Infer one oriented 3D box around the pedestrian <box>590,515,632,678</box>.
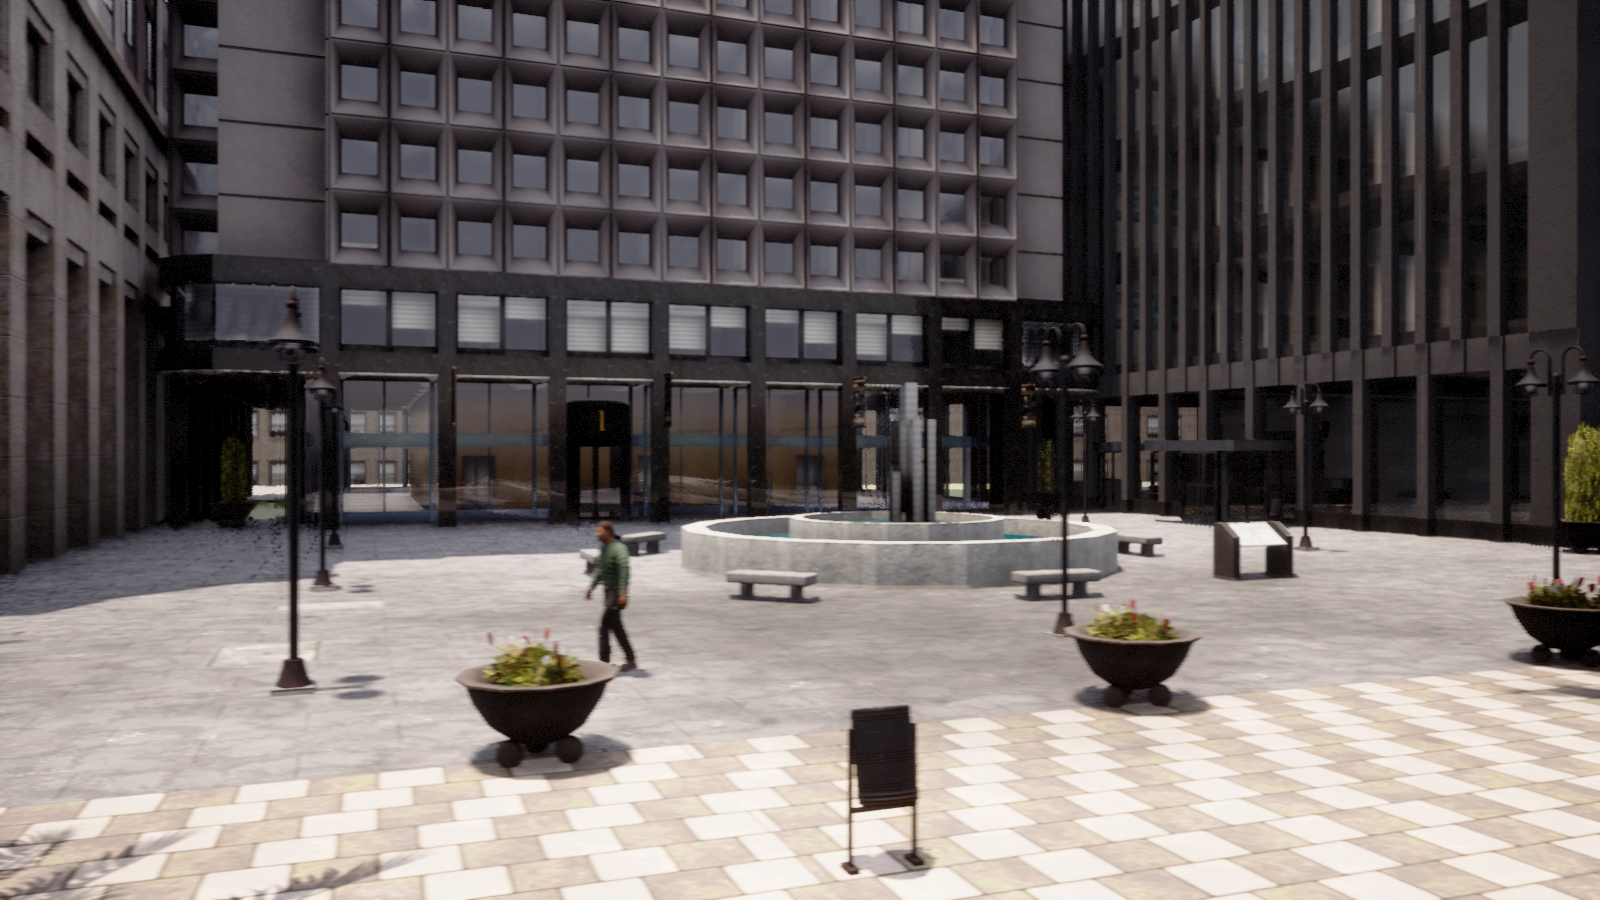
[{"bbox_3d":[-2.234,1.711,13.476,0.375,1.860,0.375,0,0,-32],"label":"pedestrian"}]
